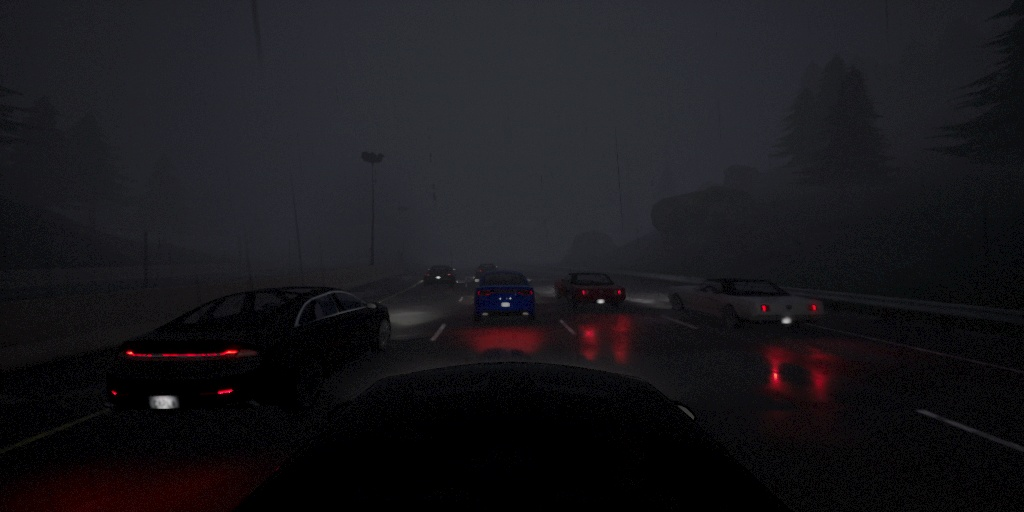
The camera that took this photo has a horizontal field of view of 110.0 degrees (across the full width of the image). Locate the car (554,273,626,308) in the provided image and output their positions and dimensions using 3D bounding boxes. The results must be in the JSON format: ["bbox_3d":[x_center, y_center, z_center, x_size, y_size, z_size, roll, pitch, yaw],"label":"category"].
[{"bbox_3d":[3.051,1.345,15.120,1.895,1.301,4.718,0,0,-4],"label":"car"}]

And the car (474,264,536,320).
[{"bbox_3d":[-0.315,1.229,12.673,1.882,1.535,5.008,0,0,-3],"label":"car"}]

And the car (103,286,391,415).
[{"bbox_3d":[-3.546,1.249,6.018,2.128,1.511,4.902,0,0,-1],"label":"car"}]

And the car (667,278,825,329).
[{"bbox_3d":[6.784,1.337,11.212,1.895,1.301,4.718,0,0,-3],"label":"car"}]

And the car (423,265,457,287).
[{"bbox_3d":[-4.886,1.326,24.664,1.994,1.385,4.181,0,0,-7],"label":"car"}]
